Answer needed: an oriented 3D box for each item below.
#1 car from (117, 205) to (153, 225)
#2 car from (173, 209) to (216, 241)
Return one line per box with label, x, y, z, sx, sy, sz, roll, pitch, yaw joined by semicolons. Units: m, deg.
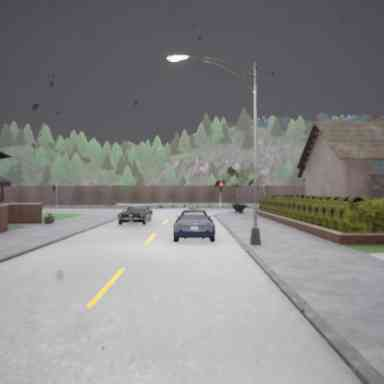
car;-3.989;1.627;23.898;1.895;1.301;4.718;0;0;0
car;0.108;1.560;16.639;1.994;1.385;4.181;0;0;0
